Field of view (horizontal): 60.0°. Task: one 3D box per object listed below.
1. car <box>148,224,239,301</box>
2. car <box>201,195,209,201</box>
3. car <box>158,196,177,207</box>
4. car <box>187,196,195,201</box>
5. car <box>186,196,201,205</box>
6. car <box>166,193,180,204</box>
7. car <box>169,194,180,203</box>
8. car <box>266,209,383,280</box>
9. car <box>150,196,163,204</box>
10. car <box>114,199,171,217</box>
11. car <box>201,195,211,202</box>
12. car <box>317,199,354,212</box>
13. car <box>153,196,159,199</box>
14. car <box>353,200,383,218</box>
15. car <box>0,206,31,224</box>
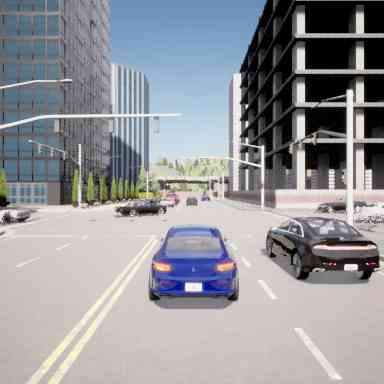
[{"bbox_3d":[0.044,1.526,8.226,1.812,1.442,4.674,0,0,0],"label":"car"},{"bbox_3d":[3.329,1.483,86.902,1.837,1.490,4.892,0,0,0],"label":"car"},{"bbox_3d":[-3.695,1.601,50.263,1.895,1.301,4.718,0,0,0],"label":"car"},{"bbox_3d":[-0.161,1.595,82.010,1.895,1.301,4.718,0,0,0],"label":"car"},{"bbox_3d":[-0.012,1.491,57.050,2.128,1.511,4.902,0,0,0],"label":"car"},{"bbox_3d":[-3.693,1.221,60.038,2.150,2.045,5.566,0,0,0],"label":"car"},{"bbox_3d":[-3.638,1.355,70.028,2.097,1.767,4.553,0,0,0],"label":"car"},{"bbox_3d":[3.560,1.492,9.949,2.128,1.511,4.902,0,0,-1],"label":"car"},{"bbox_3d":[-7.151,1.547,67.525,2.033,1.411,5.357,0,0,0],"label":"car"},{"bbox_3d":[-4.647,1.570,30.618,4.718,1.301,1.895,0,0,-38],"label":"car"},{"bbox_3d":[3.347,1.522,77.827,1.812,1.442,4.674,0,0,0],"label":"car"},{"bbox_3d":[15.515,1.436,34.543,4.902,1.511,2.128,0,0,0],"label":"car"},{"bbox_3d":[-7.198,1.601,56.896,1.895,1.301,4.718,0,0,0],"label":"car"},{"bbox_3d":[14.279,1.470,23.826,4.674,1.442,1.812,0,0,-1],"label":"car"},{"bbox_3d":[-13.998,1.551,23.405,4.718,1.301,1.895,0,0,-1],"label":"car"}]
